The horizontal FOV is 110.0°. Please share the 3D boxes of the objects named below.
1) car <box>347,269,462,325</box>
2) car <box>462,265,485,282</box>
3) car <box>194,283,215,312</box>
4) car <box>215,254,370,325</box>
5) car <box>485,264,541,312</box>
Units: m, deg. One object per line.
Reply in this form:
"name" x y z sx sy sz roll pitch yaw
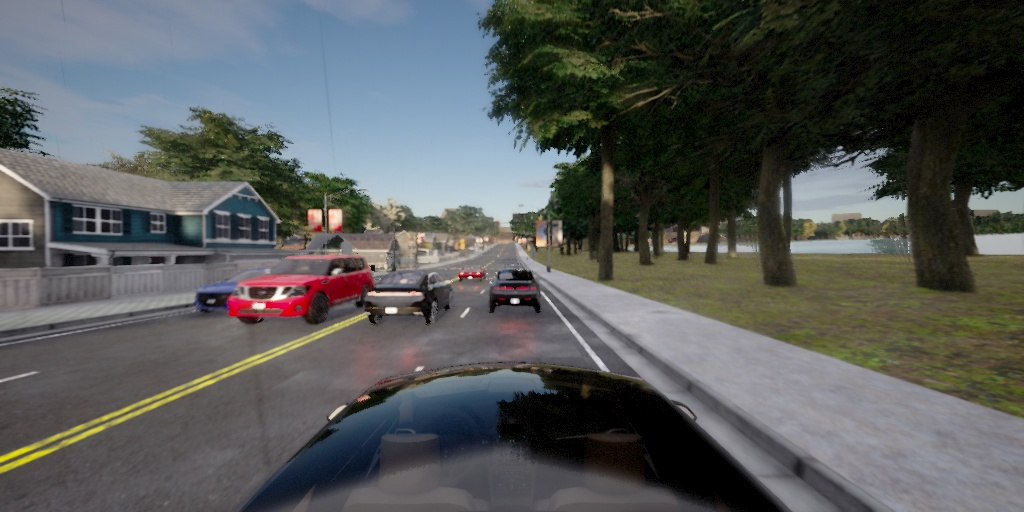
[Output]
"car" -3.150 1.221 11.778 2.128 1.511 4.902 0 0 0
"car" -3.153 1.354 29.215 1.895 1.301 4.718 0 0 0
"car" -9.831 1.209 14.218 1.882 1.535 5.008 0 0 0
"car" -6.590 0.951 12.116 2.150 2.045 5.566 0 0 0
"car" 0.101 1.236 14.212 1.837 1.490 4.892 0 0 0
